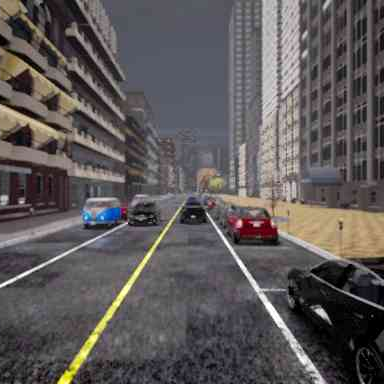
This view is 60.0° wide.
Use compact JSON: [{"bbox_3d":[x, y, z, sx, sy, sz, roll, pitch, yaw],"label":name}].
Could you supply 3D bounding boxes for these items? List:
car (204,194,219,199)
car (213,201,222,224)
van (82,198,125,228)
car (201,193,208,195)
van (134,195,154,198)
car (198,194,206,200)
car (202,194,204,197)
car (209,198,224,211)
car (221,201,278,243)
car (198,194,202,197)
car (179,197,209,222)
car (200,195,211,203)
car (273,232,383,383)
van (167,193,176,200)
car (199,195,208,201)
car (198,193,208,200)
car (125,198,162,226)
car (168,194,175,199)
[{"bbox_3d":[2.679,1.310,37.827,1.967,1.590,4.097,0,0,0],"label":"car"},{"bbox_3d":[2.685,1.476,21.259,2.008,1.369,4.403,0,0,0],"label":"car"},{"bbox_3d":[-5.695,1.266,21.256,1.690,1.788,3.998,0,0,0],"label":"van"},{"bbox_3d":[2.672,1.368,54.396,1.887,1.381,4.507,0,0,0],"label":"car"},{"bbox_3d":[-5.702,1.212,37.824,1.690,1.788,3.998,0,0,0],"label":"van"},{"bbox_3d":[2.659,1.314,87.533,1.947,1.339,4.313,0,0,0],"label":"car"},{"bbox_3d":[2.674,1.404,48.873,1.947,1.339,4.313,0,0,0],"label":"car"},{"bbox_3d":[2.683,1.457,26.783,2.008,1.369,4.403,0,0,0],"label":"car"},{"bbox_3d":[2.688,1.384,15.736,1.967,1.590,4.097,0,0,0],"label":"car"},{"bbox_3d":[0.082,1.374,45.320,1.812,1.442,4.674,0,0,0],"label":"car"},{"bbox_3d":[0.090,1.418,25.076,1.837,1.490,4.892,0,0,0],"label":"car"},{"bbox_3d":[2.668,1.348,65.442,2.008,1.369,4.403,0,0,0],"label":"car"},{"bbox_3d":[2.692,1.548,4.691,1.947,1.339,4.313,0,0,0],"label":"car"},{"bbox_3d":[-5.722,1.089,87.529,1.690,1.788,3.998,0,0,0],"label":"van"},{"bbox_3d":[2.663,1.322,76.487,2.008,1.369,4.403,0,0,0],"label":"car"},{"bbox_3d":[2.661,1.074,82.010,2.192,1.841,5.009,0,0,0],"label":"car"},{"bbox_3d":[-3.096,1.425,22.609,1.837,1.490,4.892,0,0,0],"label":"car"},{"bbox_3d":[-5.724,1.263,92.883,1.752,1.417,4.829,0,0,0],"label":"car"}]
